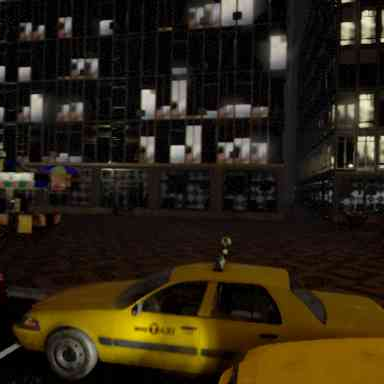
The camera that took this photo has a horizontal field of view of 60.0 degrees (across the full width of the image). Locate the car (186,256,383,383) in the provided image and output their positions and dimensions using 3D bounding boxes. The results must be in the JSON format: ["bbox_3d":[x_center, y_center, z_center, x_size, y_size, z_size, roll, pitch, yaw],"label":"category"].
[{"bbox_3d":[2.778,1.517,2.079,5.366,1.575,1.801,1,0,11],"label":"car"}]

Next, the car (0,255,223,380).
[{"bbox_3d":[0.094,1.546,4.437,4.829,1.417,1.752,1,0,11],"label":"car"}]
